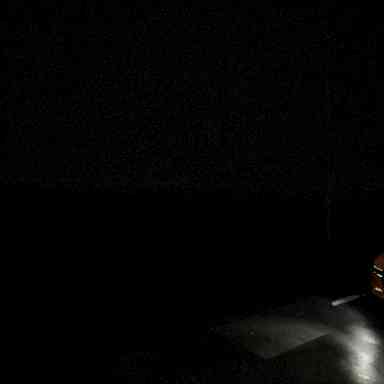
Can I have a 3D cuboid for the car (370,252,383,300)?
[{"bbox_3d":[5.808,1.474,7.200,5.008,1.535,1.882,0,0,-35],"label":"car"}]
